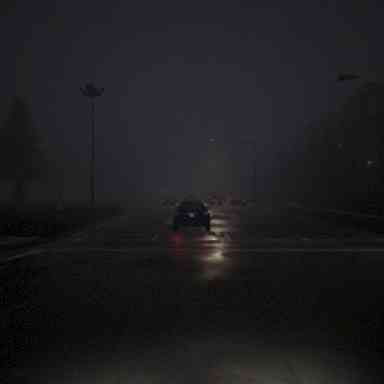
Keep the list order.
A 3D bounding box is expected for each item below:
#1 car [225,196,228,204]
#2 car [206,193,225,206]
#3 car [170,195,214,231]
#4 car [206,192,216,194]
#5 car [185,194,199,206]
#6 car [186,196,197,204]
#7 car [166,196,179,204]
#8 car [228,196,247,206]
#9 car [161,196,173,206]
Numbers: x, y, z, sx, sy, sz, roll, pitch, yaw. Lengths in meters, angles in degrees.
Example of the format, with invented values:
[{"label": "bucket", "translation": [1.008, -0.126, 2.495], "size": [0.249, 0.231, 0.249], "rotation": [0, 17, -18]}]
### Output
[{"label": "car", "translation": [6.984, 1.399, 60.467], "size": [1.895, 1.301, 4.718], "rotation": [0, 0, 0]}, {"label": "car", "translation": [3.486, 1.338, 50.018], "size": [1.837, 1.490, 4.892], "rotation": [0, 0, 0]}, {"label": "car", "translation": [-0.005, 1.284, 20.193], "size": [2.097, 1.767, 4.553], "rotation": [0, 0, 0]}, {"label": "car", "translation": [3.484, 1.019, 60.465], "size": [2.150, 2.045, 5.566], "rotation": [0, 0, 0]}, {"label": "car", "translation": [-0.014, 1.183, 50.404], "size": [2.097, 1.767, 4.553], "rotation": [0, 0, 0]}, {"label": "car", "translation": [-0.016, 1.399, 60.465], "size": [1.895, 1.301, 4.718], "rotation": [0, 0, 0]}, {"label": "car", "translation": [-3.516, 1.362, 60.434], "size": [1.994, 1.385, 4.181], "rotation": [0, 0, 0]}, {"label": "car", "translation": [6.986, 1.432, 50.466], "size": [1.895, 1.301, 4.718], "rotation": [0, 0, 0]}, {"label": "car", "translation": [-3.514, 1.432, 50.463], "size": [1.895, 1.301, 4.718], "rotation": [0, 0, 0]}]
